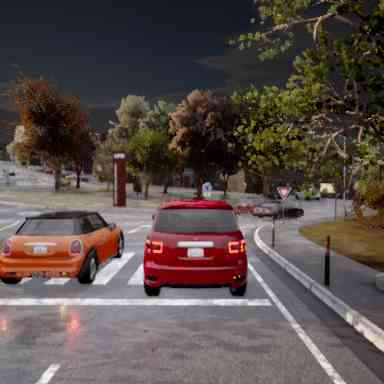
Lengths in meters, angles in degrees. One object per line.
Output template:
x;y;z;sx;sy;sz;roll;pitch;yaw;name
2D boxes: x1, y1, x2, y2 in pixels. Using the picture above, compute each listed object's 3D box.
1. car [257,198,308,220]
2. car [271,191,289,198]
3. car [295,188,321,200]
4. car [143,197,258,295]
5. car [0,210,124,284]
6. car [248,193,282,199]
7.437;1.551;28.354;5.357;1.411;2.033;0;1;-40;car
15.798;0.585;62.434;2.033;1.411;5.357;-1;2;-24;car
20.402;0.375;58.783;2.150;2.045;5.566;0;2;-15;car
0.067;1.192;8.791;2.150;2.045;5.566;0;0;0;car
-3.398;1.317;9.650;2.097;1.767;4.553;0;0;1;car
6.266;1.276;31.270;4.553;1.767;2.097;0;1;-42;car
